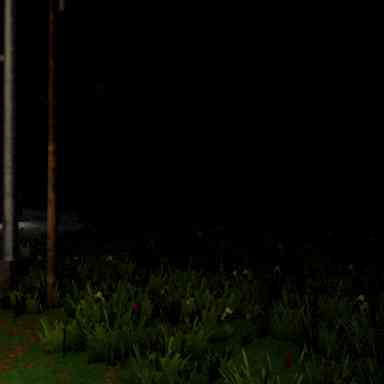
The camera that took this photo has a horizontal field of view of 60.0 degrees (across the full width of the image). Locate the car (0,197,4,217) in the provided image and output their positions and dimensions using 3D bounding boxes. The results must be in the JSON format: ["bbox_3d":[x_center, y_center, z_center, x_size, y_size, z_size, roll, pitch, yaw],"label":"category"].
[{"bbox_3d":[-14.821,1.451,25.666,1.882,1.535,5.008,0,0,-28],"label":"car"}]
